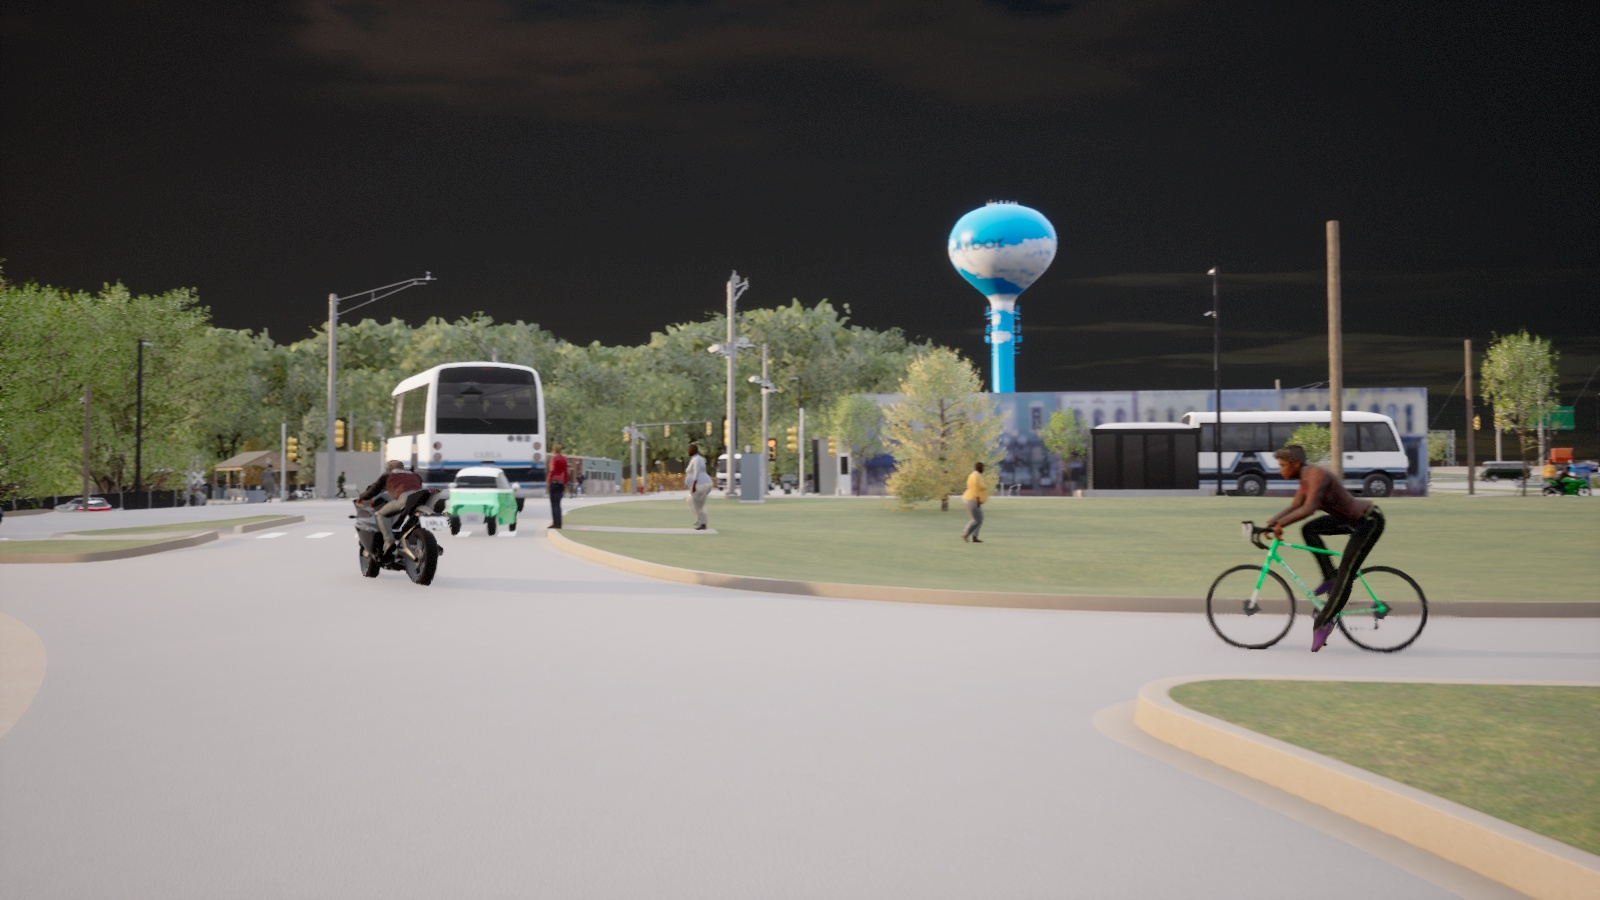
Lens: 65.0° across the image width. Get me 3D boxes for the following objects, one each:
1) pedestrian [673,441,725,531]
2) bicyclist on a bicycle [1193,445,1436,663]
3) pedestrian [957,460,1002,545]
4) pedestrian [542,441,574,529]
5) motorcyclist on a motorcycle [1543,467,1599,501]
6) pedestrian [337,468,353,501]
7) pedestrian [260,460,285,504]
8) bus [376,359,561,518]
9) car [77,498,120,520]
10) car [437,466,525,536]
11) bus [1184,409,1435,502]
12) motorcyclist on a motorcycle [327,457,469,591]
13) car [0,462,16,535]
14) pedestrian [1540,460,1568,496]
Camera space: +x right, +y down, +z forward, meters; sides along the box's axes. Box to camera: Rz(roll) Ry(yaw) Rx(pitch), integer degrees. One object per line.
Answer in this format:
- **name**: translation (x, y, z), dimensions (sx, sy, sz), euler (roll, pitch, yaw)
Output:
- **pedestrian**: translation (-2.130, 0.769, 26.624), dimensions (0.900, 1.855, 0.874), euler (0, -2, 10)
- **bicyclist on a bicycle**: translation (3.973, 0.790, 9.811), dimensions (1.656, 1.620, 0.582), euler (0, -3, 12)
- **pedestrian**: translation (3.985, 1.162, 27.959), dimensions (0.900, 1.855, 0.874), euler (0, -2, 2)
- **pedestrian**: translation (-5.141, 0.740, 26.709), dimensions (0.636, 1.846, 0.331), euler (-2, -3, 41)
- **motorcyclist on a motorcycle**: translation (35.335, 1.556, 57.576), dimensions (2.044, 1.523, 0.797), euler (-2, -2, 20)
- **pedestrian**: translation (-27.143, 2.054, 74.898), dimensions (0.788, 1.949, 0.423), euler (0, -2, 9)
- **pedestrian**: translation (-23.502, 1.448, 55.984), dimensions (0.659, 1.952, 0.873), euler (0, -2, 6)
- **bus**: translation (-10.592, -0.268, 39.019), dimensions (3.944, 4.253, 10.273), euler (0, 0, -24)
- **car**: translation (-48.385, 4.073, 86.658), dimensions (1.481, 1.376, 2.207), euler (0, 0, 12)
- **car**: translation (-6.675, 1.037, 26.440), dimensions (1.481, 1.376, 2.207), euler (1, 0, -6)
- **bus**: translation (23.917, 0.336, 59.580), dimensions (10.273, 4.253, 3.944), euler (0, -2, 7)
- **motorcyclist on a motorcycle**: translation (-4.988, 0.885, 15.495), dimensions (0.866, 1.530, 2.191), euler (3, -3, -40)
- **car**: translation (-19.482, 1.121, 27.015), dimensions (1.851, 1.617, 3.988), euler (0, 1, 33)
- **pedestrian**: translation (39.136, 1.473, 65.171), dimensions (0.874, 1.855, 0.900), euler (0, -2, 1)
